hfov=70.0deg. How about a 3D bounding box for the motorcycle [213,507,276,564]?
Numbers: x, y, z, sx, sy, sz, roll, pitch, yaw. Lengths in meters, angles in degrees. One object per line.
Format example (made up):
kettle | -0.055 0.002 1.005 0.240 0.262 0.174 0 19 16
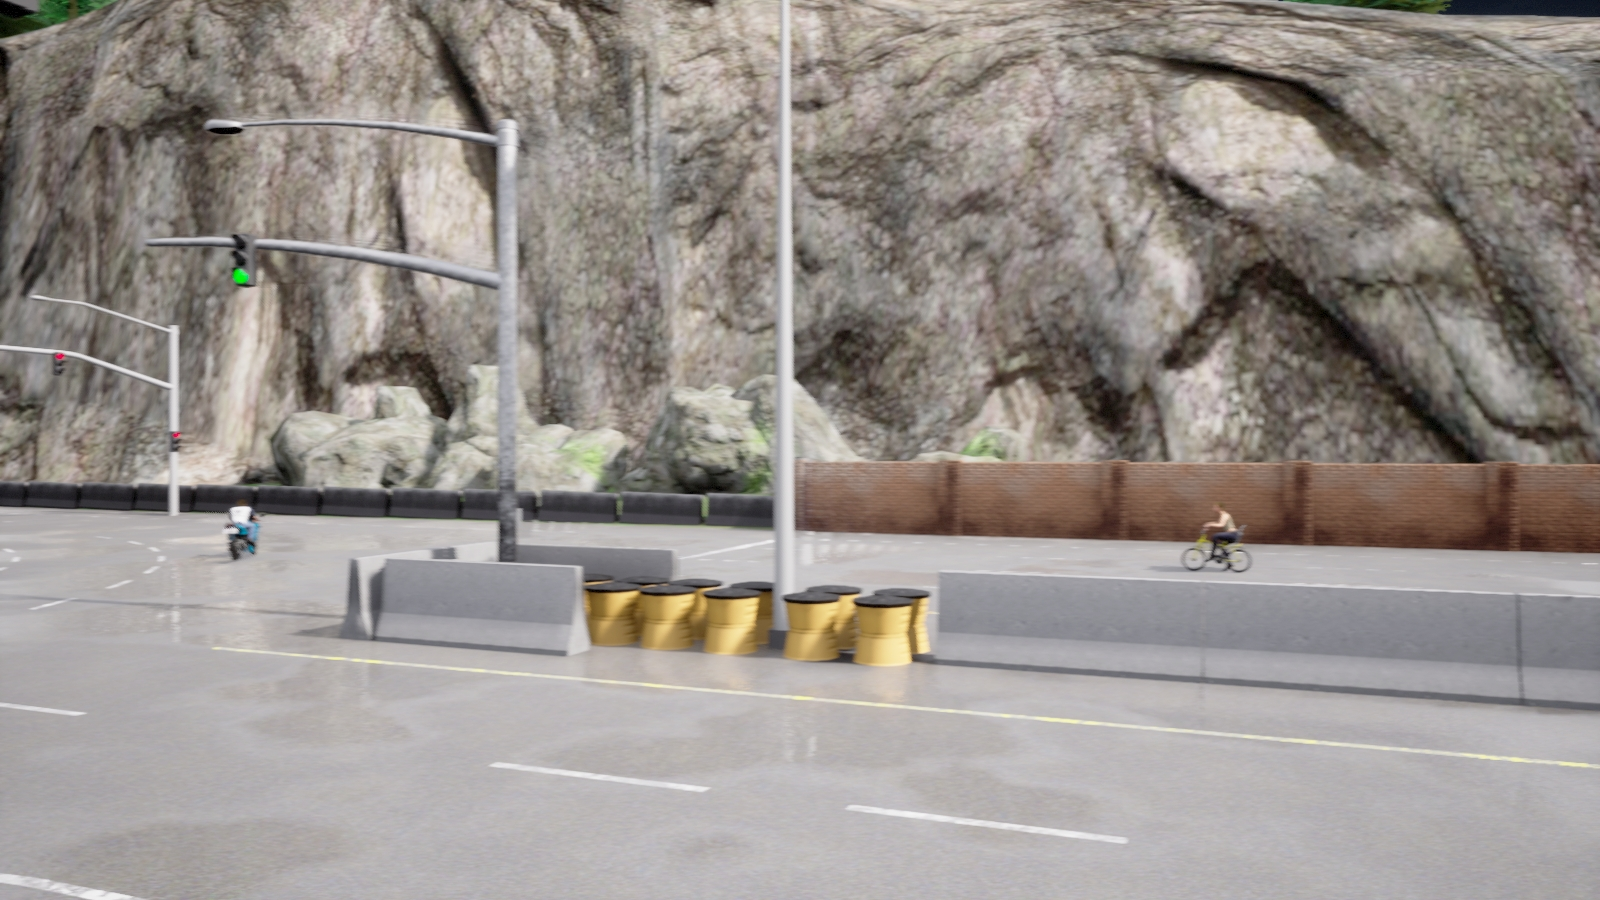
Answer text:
motorcycle | -13.999 2.141 28.863 0.803 1.217 2.033 -4 1 -9
